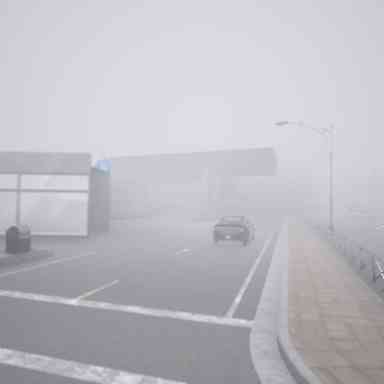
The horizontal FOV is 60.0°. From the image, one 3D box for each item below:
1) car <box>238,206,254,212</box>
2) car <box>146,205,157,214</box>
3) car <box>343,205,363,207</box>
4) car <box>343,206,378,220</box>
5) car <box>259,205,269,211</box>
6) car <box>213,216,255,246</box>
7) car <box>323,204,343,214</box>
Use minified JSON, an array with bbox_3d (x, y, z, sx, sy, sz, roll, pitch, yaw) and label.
[{"bbox_3d":[11.761,3.818,75.991,4.674,1.442,1.812,0,-2,16],"label":"car"},{"bbox_3d":[-7.747,3.125,58.495,2.242,1.667,4.611,0,-2,16],"label":"car"},{"bbox_3d":[24.840,2.954,48.773,3.866,1.878,1.905,0,-2,16],"label":"car"},{"bbox_3d":[23.348,3.123,45.731,3.806,1.475,1.970,0,-2,16],"label":"car"},{"bbox_3d":[19.872,4.458,92.212,2.097,1.767,4.553,0,-2,16],"label":"car"},{"bbox_3d":[2.487,2.117,19.083,2.128,1.511,4.902,0,-2,16],"label":"car"},{"bbox_3d":[30.735,3.662,70.608,5.566,2.045,2.150,0,-2,16],"label":"car"}]
